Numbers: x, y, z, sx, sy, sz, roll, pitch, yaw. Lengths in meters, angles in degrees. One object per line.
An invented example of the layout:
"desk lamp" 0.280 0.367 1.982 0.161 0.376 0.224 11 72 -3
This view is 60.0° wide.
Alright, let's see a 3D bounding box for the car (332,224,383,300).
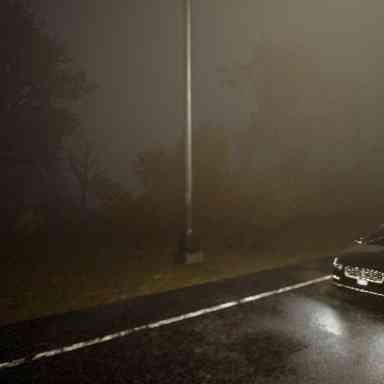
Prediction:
"car" 5.196 1.435 7.694 4.892 1.490 1.837 -1 0 -35
